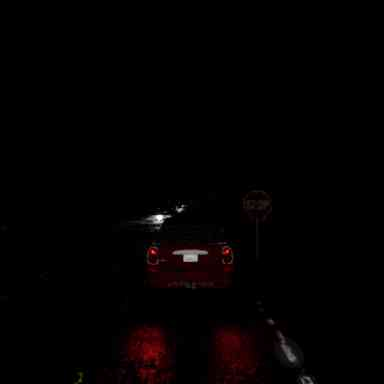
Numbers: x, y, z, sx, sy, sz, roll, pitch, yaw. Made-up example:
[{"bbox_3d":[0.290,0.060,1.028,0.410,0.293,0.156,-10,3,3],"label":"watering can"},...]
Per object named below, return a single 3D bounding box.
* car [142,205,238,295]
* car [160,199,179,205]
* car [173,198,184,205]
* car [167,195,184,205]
[{"bbox_3d":[-0.112,1.412,9.056,2.097,1.767,4.553,0,0,-2],"label":"car"},{"bbox_3d":[-2.823,1.840,37.710,1.895,1.301,4.718,0,0,0],"label":"car"},{"bbox_3d":[-2.710,1.944,67.878,1.994,1.385,4.181,0,0,0],"label":"car"},{"bbox_3d":[-2.809,1.563,54.372,2.150,2.045,5.566,0,-1,-2],"label":"car"}]
